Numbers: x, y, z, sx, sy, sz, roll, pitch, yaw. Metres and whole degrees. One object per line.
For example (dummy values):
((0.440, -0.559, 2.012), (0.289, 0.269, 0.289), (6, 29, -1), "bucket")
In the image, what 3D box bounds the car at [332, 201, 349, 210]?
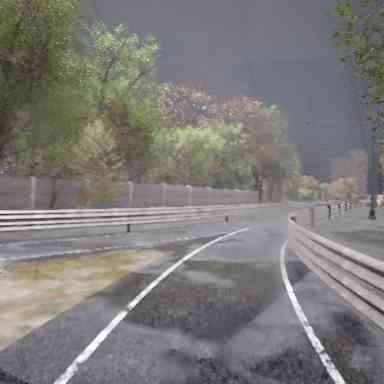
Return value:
((26.776, 2.349, 60.511), (2.097, 1.767, 4.553), (1, -1, 29), "car")

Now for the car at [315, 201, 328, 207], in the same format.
((24.829, 2.437, 63.693), (1.882, 1.535, 5.008), (1, -1, 29), "car")
